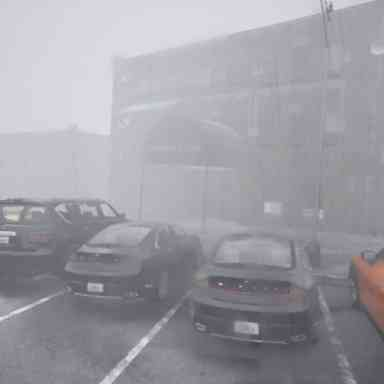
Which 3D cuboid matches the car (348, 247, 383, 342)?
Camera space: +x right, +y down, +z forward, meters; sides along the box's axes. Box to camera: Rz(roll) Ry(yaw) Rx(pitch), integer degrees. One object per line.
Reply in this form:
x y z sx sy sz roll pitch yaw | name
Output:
3.707 1.349 4.771 2.185 1.767 4.553 0 -1 16 | car

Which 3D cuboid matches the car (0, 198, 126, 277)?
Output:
-3.447 1.198 9.936 2.435 2.045 5.566 0 -1 15 | car

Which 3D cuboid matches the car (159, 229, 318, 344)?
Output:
1.328 1.462 6.497 2.231 1.521 4.892 0 -1 15 | car

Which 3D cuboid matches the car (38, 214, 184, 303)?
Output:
-1.066 1.451 8.201 2.231 1.521 4.892 0 -1 15 | car
